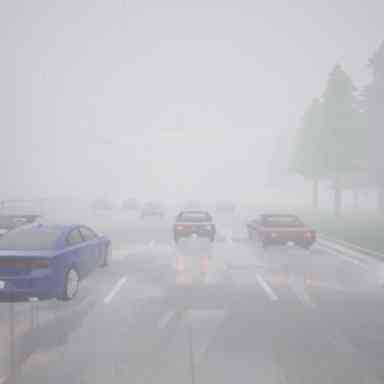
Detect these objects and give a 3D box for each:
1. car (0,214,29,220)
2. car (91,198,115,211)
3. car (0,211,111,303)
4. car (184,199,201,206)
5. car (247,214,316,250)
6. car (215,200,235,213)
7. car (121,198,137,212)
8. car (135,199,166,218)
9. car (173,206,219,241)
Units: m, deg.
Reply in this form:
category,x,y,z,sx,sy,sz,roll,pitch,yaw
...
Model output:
category,x,y,z,sx,sy,sz,roll,pitch,yaw
car,-6.907,1.592,13.847,1.895,1.301,4.718,0,0,0
car,-10.421,1.468,39.137,2.128,1.511,4.902,0,0,0
car,-3.404,1.472,8.304,1.882,1.535,5.008,0,0,0
car,0.078,1.505,39.071,1.812,1.442,4.674,0,0,0
car,3.592,1.594,14.344,1.895,1.301,4.718,0,0,0
car,3.579,1.582,36.960,1.895,1.301,4.718,0,0,0
car,-6.922,1.482,38.538,1.837,1.490,4.892,0,0,0
car,-3.416,1.531,29.808,2.033,1.411,5.357,0,0,0
car,0.092,1.592,16.652,1.895,1.301,4.718,0,0,0
